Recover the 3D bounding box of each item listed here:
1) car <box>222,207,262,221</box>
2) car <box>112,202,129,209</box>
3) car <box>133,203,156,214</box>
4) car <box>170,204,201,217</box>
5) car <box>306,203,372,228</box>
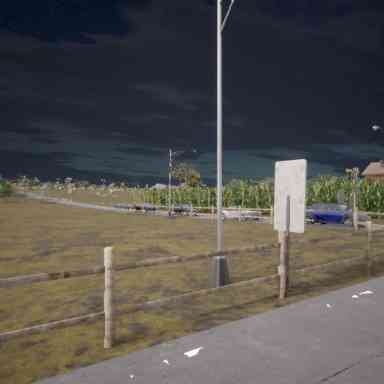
[{"bbox_3d":[4.657,2.107,32.801,1.895,1.301,4.718,3,-3,-35],"label":"car"},{"bbox_3d":[-13.619,2.602,63.549,1.994,1.385,4.181,3,-1,-35],"label":"car"},{"bbox_3d":[-6.985,2.348,49.214,1.882,1.535,5.008,3,-2,-35],"label":"car"},{"bbox_3d":[-0.880,2.208,40.591,1.837,1.490,4.892,3,-3,-35],"label":"car"},{"bbox_3d":[10.708,1.642,24.549,2.097,1.767,4.553,3,-3,-38],"label":"car"}]
